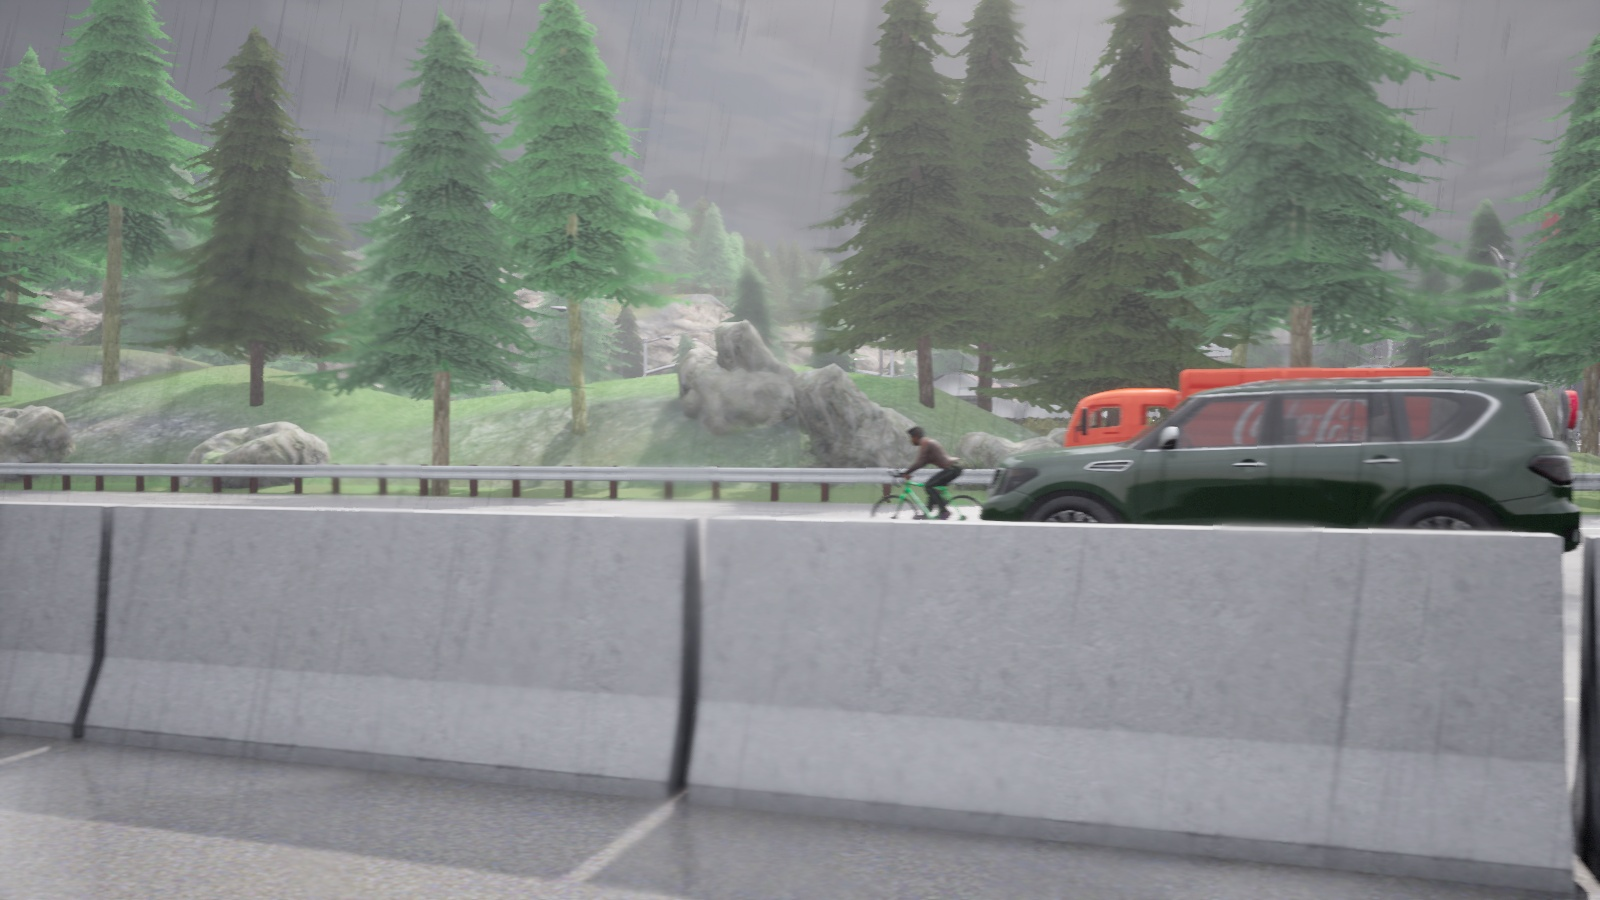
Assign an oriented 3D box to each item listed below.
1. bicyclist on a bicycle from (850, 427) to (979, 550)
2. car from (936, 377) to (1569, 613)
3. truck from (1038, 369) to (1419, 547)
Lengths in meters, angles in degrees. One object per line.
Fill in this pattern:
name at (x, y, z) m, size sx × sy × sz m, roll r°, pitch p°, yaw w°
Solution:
bicyclist on a bicycle at (1.571, 0.509, 17.243) m, size 1.656 × 1.620 × 0.582 m, roll 0°, pitch 2°, yaw 22°
car at (4.360, 0.356, 12.800) m, size 5.566 × 2.045 × 2.150 m, roll 0°, pitch 1°, yaw 19°
truck at (6.505, 0.056, 19.469) m, size 5.204 × 2.467 × 2.627 m, roll 1°, pitch 1°, yaw 19°
